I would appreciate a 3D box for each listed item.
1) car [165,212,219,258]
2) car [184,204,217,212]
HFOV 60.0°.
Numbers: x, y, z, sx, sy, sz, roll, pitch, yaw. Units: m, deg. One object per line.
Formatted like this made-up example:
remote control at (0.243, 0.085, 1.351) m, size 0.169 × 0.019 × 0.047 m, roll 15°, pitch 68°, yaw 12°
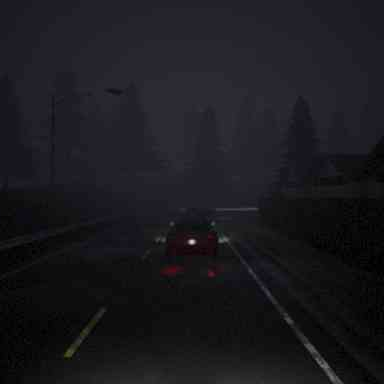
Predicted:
car at (0.026, 1.711, 13.467) m, size 1.994 × 1.385 × 4.181 m, roll 0°, pitch -1°, yaw 1°
car at (0.854, 1.781, 28.963) m, size 1.882 × 1.535 × 5.008 m, roll -1°, pitch 0°, yaw 18°
